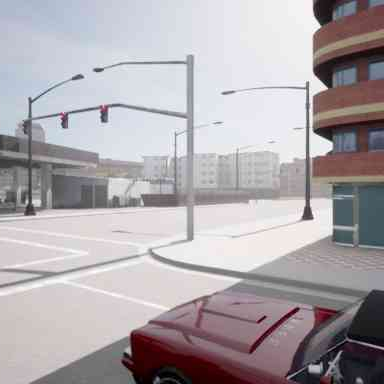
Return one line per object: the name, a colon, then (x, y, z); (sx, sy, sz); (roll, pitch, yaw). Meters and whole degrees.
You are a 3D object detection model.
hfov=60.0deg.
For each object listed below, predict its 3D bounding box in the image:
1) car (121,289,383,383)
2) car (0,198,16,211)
car: (1.605, 1.601, 2.828); (4.718, 1.301, 1.895); (0, 0, 36)
car: (-22.264, 1.454, 38.776); (3.806, 1.475, 1.970); (0, 0, 36)
